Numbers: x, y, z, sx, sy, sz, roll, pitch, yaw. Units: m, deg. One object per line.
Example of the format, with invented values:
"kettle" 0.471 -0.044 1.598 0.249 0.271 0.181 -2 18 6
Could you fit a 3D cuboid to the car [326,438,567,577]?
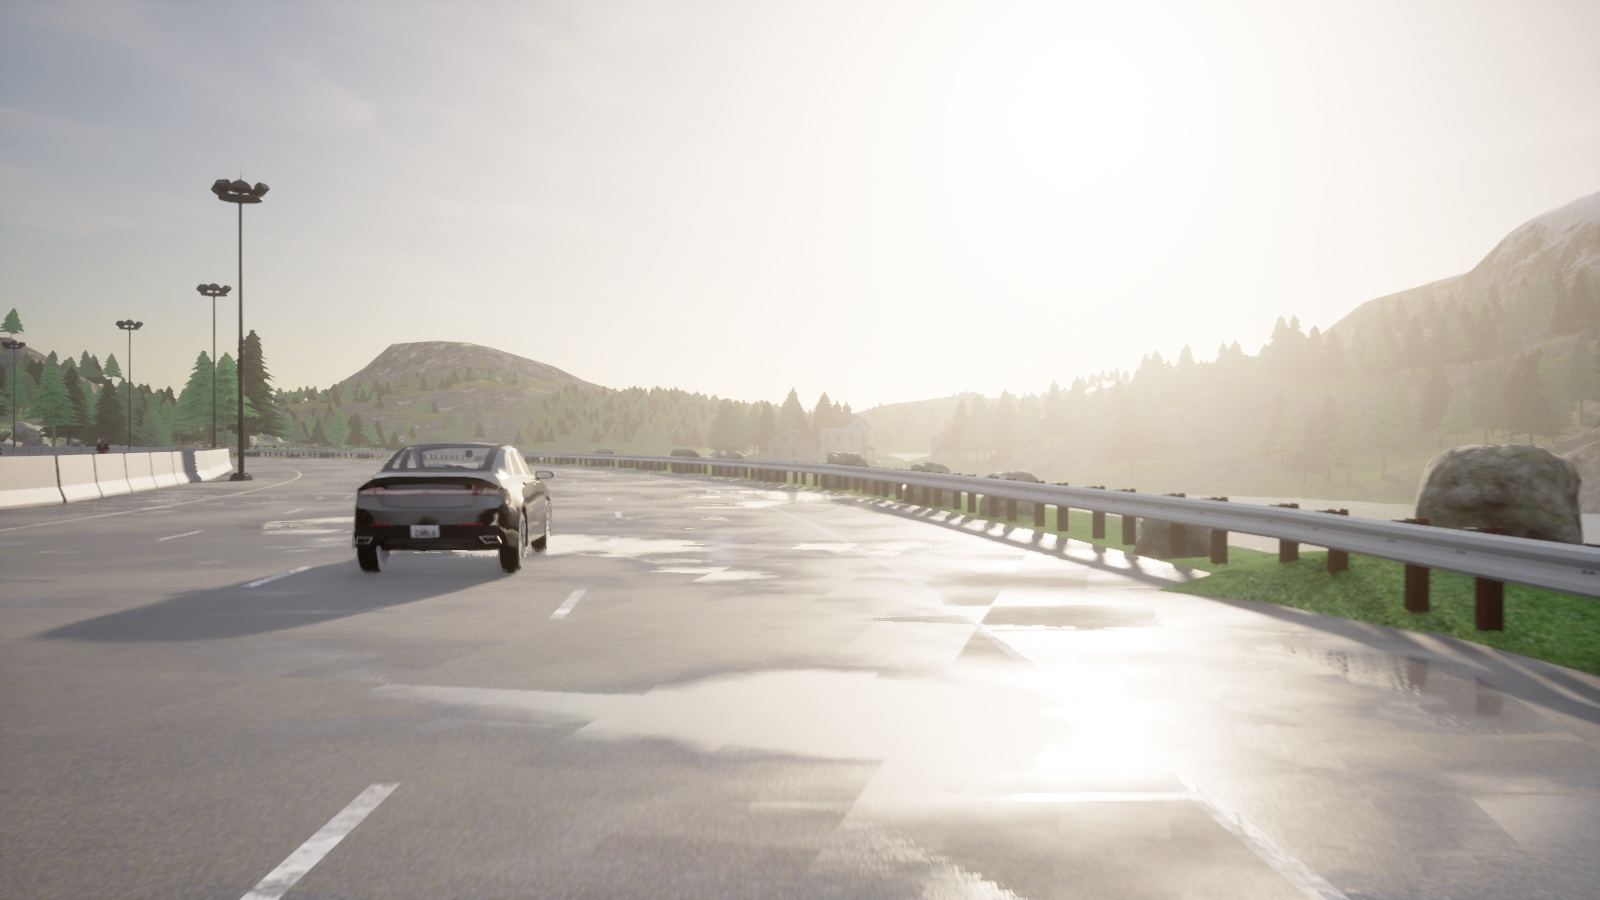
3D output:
"car" -4.290 0.608 16.101 2.128 1.511 4.902 0 0 -5
